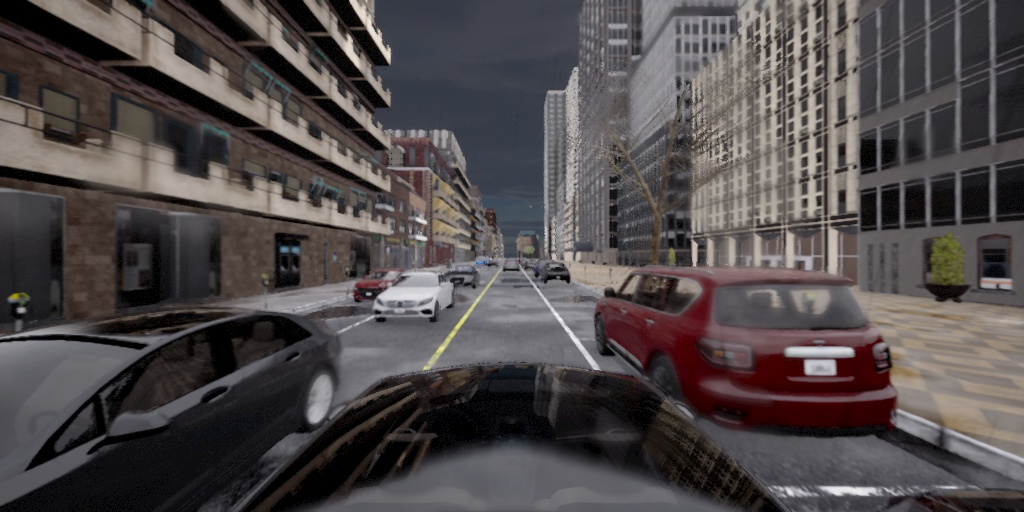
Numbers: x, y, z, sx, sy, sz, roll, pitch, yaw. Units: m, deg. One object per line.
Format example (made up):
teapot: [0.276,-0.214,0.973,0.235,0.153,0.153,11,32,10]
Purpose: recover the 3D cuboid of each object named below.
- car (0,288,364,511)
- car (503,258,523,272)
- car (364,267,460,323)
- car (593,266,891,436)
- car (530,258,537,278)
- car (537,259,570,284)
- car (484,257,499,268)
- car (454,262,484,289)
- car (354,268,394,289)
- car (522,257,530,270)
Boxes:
car: [-3.098,1.257,2.744,1.837,1.490,4.892,0,0,0]
car: [-0.063,1.235,43.612,1.994,1.385,4.181,0,0,0]
car: [-3.108,1.254,12.258,1.812,1.442,4.674,0,0,0]
car: [2.690,1.051,5.529,2.192,1.841,5.009,0,0,0]
car: [3.062,1.025,33.451,2.097,1.767,4.553,0,0,0]
car: [3.107,1.191,26.481,1.837,1.490,4.892,0,0,0]
car: [-3.139,1.239,59.409,1.895,1.301,4.718,0,0,0]
car: [-3.093,1.268,22.584,1.994,1.385,4.181,0,0,1]
car: [-5.710,1.267,16.560,1.888,1.381,4.507,0,0,0]
car: [2.614,1.209,49.711,1.948,1.339,4.313,0,0,0]
